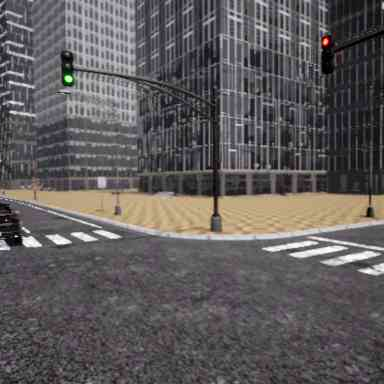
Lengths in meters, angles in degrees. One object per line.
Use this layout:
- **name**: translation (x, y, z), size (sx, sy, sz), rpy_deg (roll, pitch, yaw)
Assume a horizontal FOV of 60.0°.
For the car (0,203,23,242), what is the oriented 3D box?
- **car**: translation (-8.229, 1.217, 13.692), size (1.837, 1.490, 4.892), rpy_deg (-2, 2, -34)
